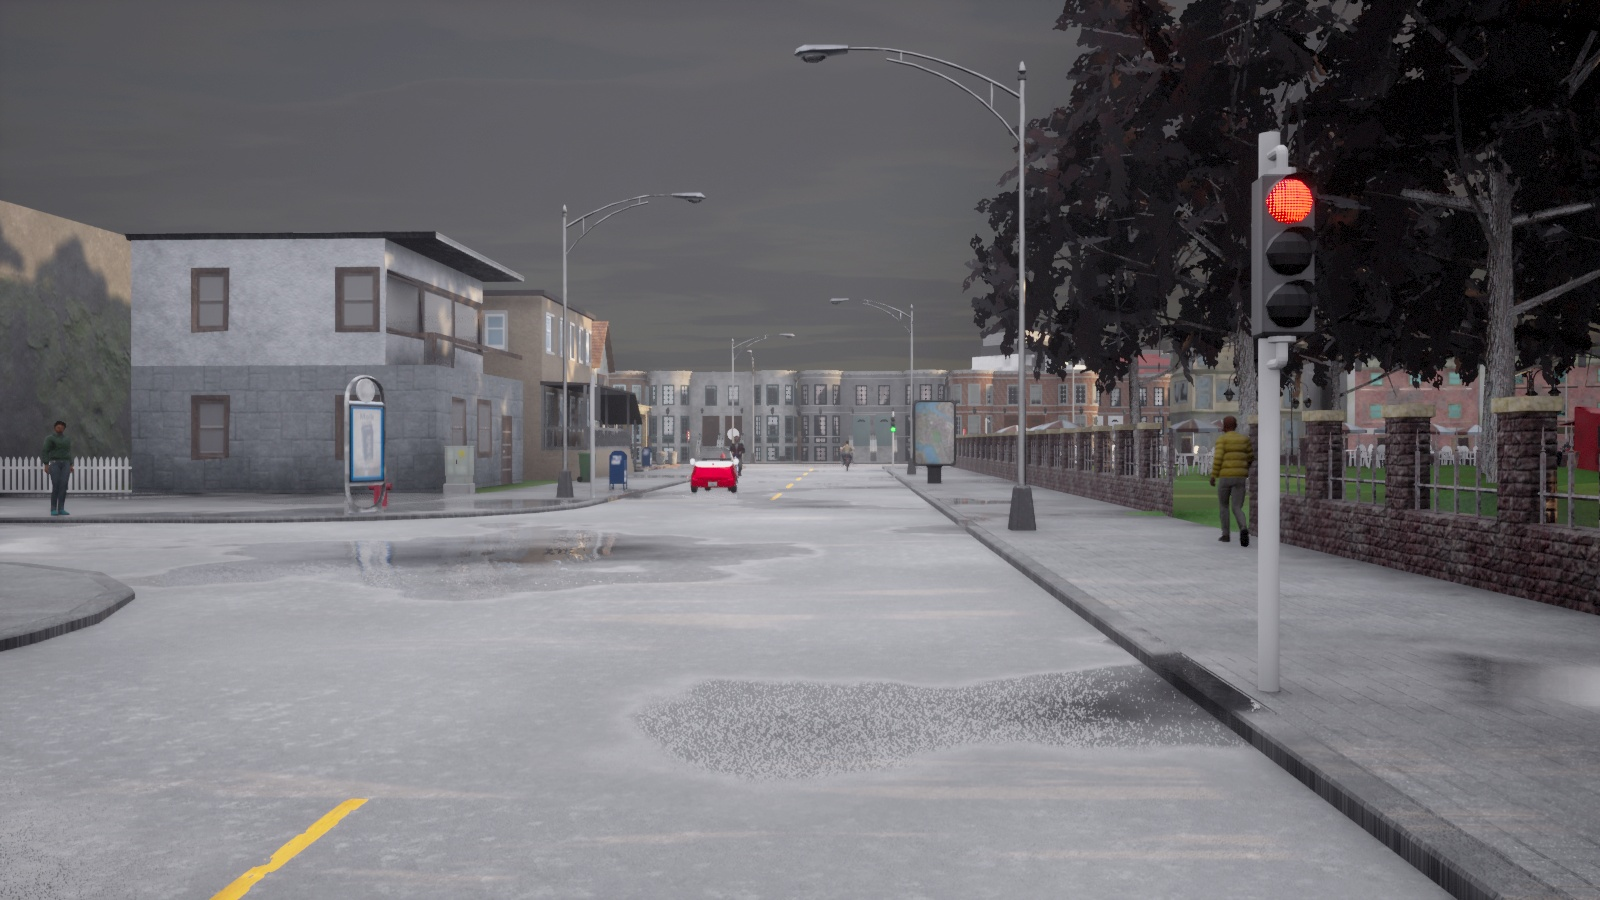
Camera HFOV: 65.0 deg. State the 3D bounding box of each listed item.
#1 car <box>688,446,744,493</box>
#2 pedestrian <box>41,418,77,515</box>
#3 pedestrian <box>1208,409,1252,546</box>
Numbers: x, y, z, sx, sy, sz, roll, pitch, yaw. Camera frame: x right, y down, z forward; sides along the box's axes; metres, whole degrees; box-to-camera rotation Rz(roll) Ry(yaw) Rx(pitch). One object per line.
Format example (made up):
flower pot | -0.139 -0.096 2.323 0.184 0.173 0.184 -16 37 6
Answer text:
car | -2.562 0.582 38.474 1.481 1.376 2.207 0 0 2
pedestrian | -14.293 0.308 24.213 0.614 1.847 0.353 0 0 32
pedestrian | 5.897 0.364 17.231 0.370 1.835 0.726 0 0 2
